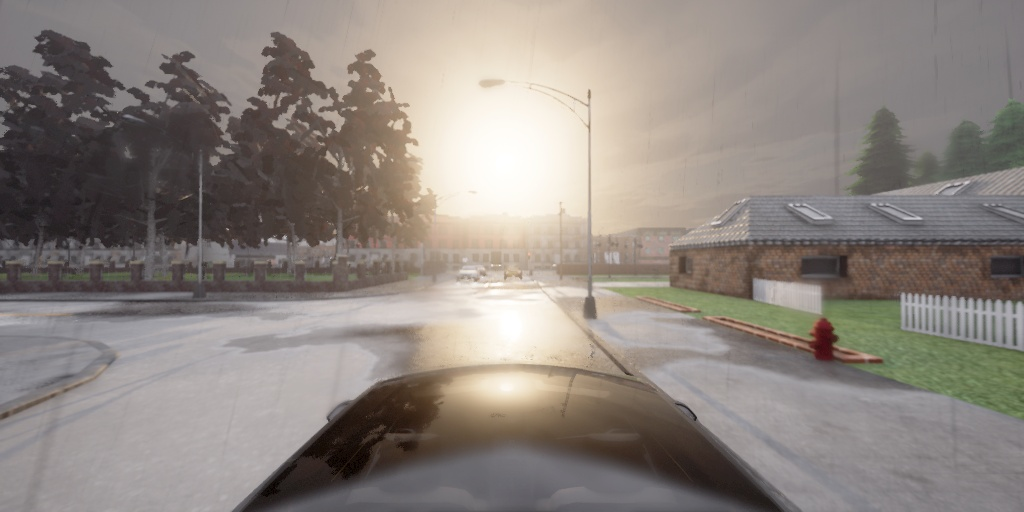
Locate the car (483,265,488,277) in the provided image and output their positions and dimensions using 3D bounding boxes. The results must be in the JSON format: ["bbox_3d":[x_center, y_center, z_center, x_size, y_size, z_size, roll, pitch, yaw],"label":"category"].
[{"bbox_3d":[-4.063,1.770,43.928,1.812,1.442,4.674,0,-1,0],"label":"car"}]

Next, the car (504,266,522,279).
[{"bbox_3d":[0.116,1.785,38.809,1.895,1.301,4.718,0,-1,0],"label":"car"}]

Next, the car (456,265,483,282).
[{"bbox_3d":[-4.090,1.655,34.129,1.812,1.442,4.674,0,-1,0],"label":"car"}]
